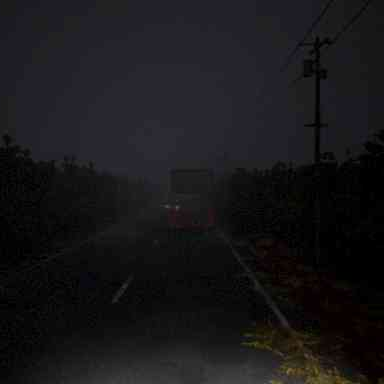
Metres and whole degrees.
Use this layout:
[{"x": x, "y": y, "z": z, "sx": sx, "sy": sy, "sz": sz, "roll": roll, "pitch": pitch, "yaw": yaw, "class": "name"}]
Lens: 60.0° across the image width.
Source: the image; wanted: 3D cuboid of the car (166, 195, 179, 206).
[{"x": -3.282, "y": 1.384, "z": 57.249, "sx": 2.097, "sy": 1.767, "sz": 4.553, "roll": 0, "pitch": 0, "yaw": 0, "class": "car"}]

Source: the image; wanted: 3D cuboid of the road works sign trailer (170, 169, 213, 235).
[{"x": -0.007, "y": 0.475, "z": 18.797, "sx": 2.380, "sy": 3.560, "sz": 2.880, "roll": 0, "pitch": 0, "yaw": 0, "class": "road works sign trailer"}]
